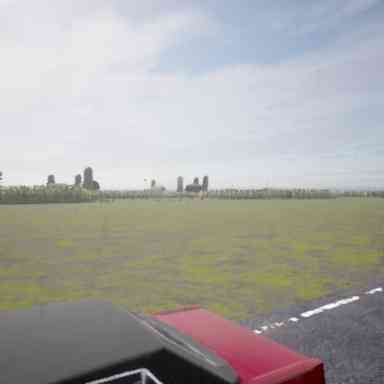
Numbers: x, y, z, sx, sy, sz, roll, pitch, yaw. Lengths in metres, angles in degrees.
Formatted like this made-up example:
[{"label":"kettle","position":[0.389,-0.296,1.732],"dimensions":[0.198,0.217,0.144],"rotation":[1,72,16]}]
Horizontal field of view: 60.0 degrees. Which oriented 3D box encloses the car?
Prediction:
[{"label":"car","position":[-1.277,1.602,2.158],"dimensions":[4.718,1.301,1.895],"rotation":[0,0,-35]}]
